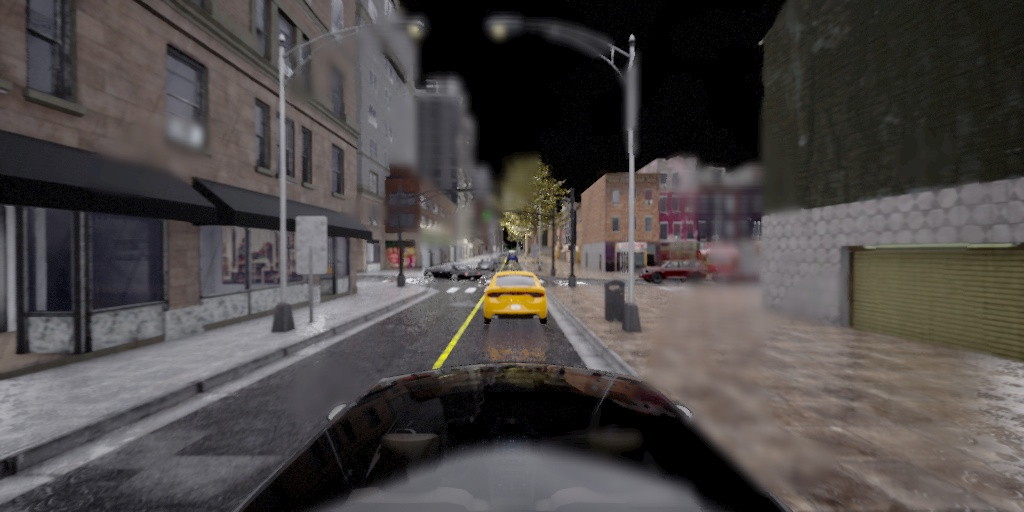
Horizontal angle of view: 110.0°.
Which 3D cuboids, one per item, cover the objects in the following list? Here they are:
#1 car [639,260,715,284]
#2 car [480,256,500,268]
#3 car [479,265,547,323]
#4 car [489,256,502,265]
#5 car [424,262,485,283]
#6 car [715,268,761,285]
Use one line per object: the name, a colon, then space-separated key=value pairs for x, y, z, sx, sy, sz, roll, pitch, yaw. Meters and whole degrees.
car: x=12.697 y=1.221 z=28.295 sx=5.009 sy=1.841 sz=2.192 roll=0 pitch=0 yaw=0
car: x=-2.848 y=1.007 z=40.885 sx=2.128 sy=1.511 sz=4.902 roll=0 pitch=1 yaw=1
car: x=0.096 y=1.264 z=12.394 sx=1.882 sy=1.535 sz=5.008 roll=0 pitch=0 yaw=0
car: x=-2.812 y=0.730 z=60.726 sx=1.895 sy=1.301 sz=4.718 roll=0 pitch=1 yaw=0
car: x=-4.542 y=1.270 z=26.938 sx=4.718 sy=1.301 sz=1.895 roll=1 pitch=1 yaw=40
car: x=18.099 y=1.565 z=28.305 sx=4.207 sy=1.307 sz=1.802 roll=0 pitch=0 yaw=0
